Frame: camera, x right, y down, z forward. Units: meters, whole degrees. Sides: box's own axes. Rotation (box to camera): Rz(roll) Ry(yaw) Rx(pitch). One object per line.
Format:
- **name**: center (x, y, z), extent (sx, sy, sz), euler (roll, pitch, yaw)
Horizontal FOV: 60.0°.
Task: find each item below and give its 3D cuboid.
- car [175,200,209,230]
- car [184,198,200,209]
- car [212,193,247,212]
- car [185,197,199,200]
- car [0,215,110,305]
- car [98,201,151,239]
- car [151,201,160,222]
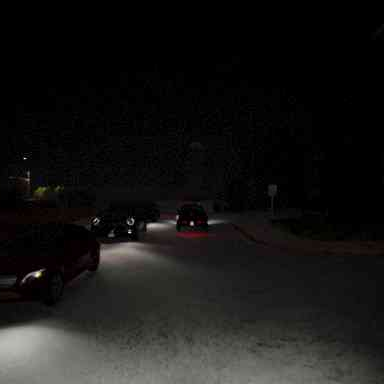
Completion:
- **car**: center (0.000, 1.492, 20.785), extent (1.837, 1.490, 4.892), euler (0, 0, 0)
- **car**: center (0.018, 1.521, 45.733), extent (2.033, 1.411, 5.357), euler (0, 0, 0)
- **car**: center (4.163, 1.123, 36.554), extent (1.905, 1.878, 3.866), euler (-8, 3, -42)
- **car**: center (-0.007, 1.282, 34.808), extent (2.097, 1.767, 4.553), euler (0, -1, 0)
- **car**: center (-3.596, 1.518, 8.193), extent (1.812, 1.442, 4.674), euler (0, 0, 0)
- **car**: center (-3.588, 1.342, 17.096), extent (2.097, 1.767, 4.553), euler (0, 0, 0)
- **car**: center (-3.565, 1.488, 26.241), extent (1.837, 1.490, 4.892), euler (0, 0, 0)
